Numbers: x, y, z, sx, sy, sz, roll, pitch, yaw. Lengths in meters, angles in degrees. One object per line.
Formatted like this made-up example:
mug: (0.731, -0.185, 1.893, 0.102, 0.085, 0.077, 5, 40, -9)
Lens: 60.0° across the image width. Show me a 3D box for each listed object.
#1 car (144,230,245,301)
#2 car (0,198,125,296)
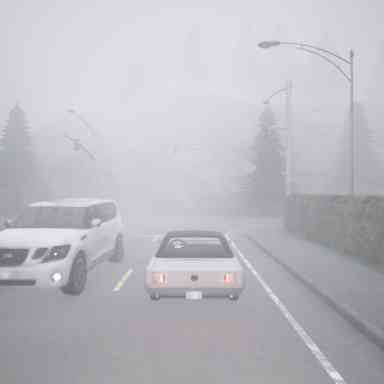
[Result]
car: (0.062, 1.601, 8.309, 1.895, 1.301, 4.718, 0, 0, 0)
car: (-3.419, 1.221, 9.053, 2.150, 2.045, 5.566, 0, 0, 3)
